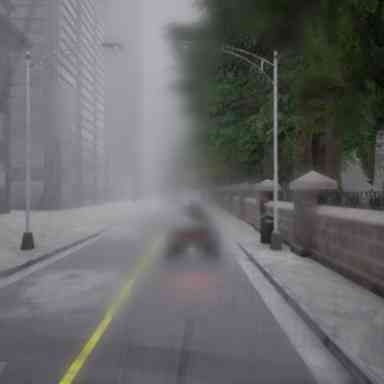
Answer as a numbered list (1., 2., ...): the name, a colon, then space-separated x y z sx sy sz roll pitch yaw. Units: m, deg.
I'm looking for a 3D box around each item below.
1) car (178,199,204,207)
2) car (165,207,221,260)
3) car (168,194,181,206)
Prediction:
1. car: 0.051 1.576 28.831 1.882 1.535 5.008 0 0 0
2. car: 0.044 1.549 12.629 1.837 1.490 4.892 0 0 0
3. car: -3.050 1.430 58.860 2.150 2.045 5.566 0 0 1
